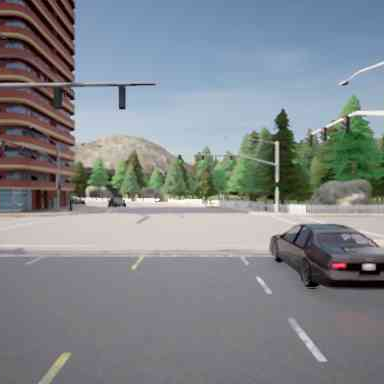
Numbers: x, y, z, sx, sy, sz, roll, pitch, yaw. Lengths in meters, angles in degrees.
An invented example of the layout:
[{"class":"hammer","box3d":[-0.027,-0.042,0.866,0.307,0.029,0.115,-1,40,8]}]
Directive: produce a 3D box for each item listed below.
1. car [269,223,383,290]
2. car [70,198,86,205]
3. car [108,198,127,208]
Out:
[{"class":"car","box3d":[3.594,1.578,9.256,2.033,1.411,5.357,0,0,0]},{"class":"car","box3d":[-22.216,1.767,63.640,4.181,1.385,1.994,0,0,36]},{"class":"car","box3d":[-11.557,1.673,51.435,1.837,1.490,4.892,1,-1,-29]}]
